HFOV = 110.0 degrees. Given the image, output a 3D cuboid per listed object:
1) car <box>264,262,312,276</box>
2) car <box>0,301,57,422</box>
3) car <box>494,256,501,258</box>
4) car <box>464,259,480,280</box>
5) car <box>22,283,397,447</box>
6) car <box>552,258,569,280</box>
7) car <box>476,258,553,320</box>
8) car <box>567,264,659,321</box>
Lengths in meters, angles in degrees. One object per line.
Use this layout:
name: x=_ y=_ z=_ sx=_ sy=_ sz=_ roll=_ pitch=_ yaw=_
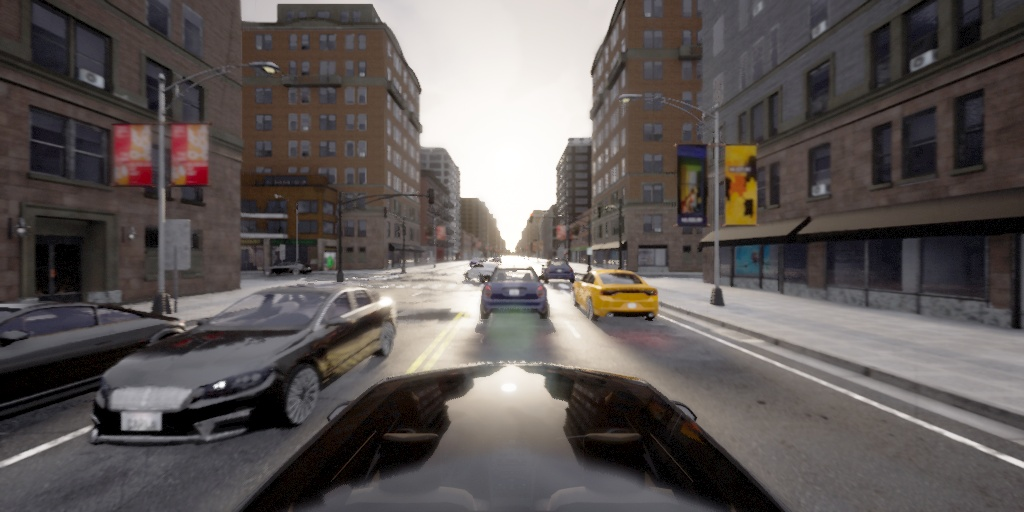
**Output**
car: x=-22.120 y=1.236 z=35.474 sx=4.313 sy=1.339 sz=1.948 roll=0 pitch=0 yaw=0
car: x=-6.592 y=1.307 z=4.528 sx=1.994 sy=1.385 sz=4.181 roll=0 pitch=0 yaw=0
car: x=-3.262 y=1.168 z=64.520 sx=1.895 sy=1.301 sz=4.718 roll=0 pitch=0 yaw=1
car: x=-2.060 y=1.201 z=27.241 sx=1.812 sy=1.442 sz=4.674 roll=1 pitch=0 yaw=-28
car: x=-3.339 y=1.232 z=5.689 sx=2.128 sy=1.511 sz=4.902 roll=0 pitch=0 yaw=0
car: x=3.331 y=1.030 z=27.027 sx=2.097 sy=1.767 sz=4.553 roll=0 pitch=0 yaw=0
car: x=0.080 y=1.073 z=12.645 sx=2.097 sy=1.767 sz=4.553 roll=0 pitch=0 yaw=0
car: x=3.328 y=1.198 z=12.381 sx=1.882 sy=1.535 sz=5.008 roll=0 pitch=0 yaw=0
